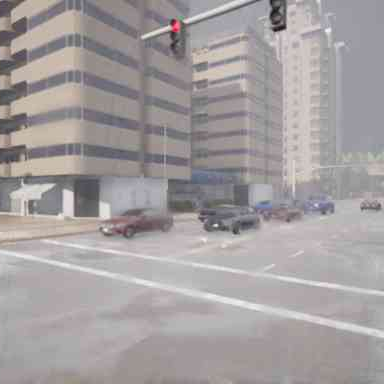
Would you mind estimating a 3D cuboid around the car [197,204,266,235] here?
[{"bbox_3d":[2.410,1.621,19.569,1.994,1.385,4.181,0,0,35],"label":"car"}]

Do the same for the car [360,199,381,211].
[{"bbox_3d":[21.943,1.598,40.864,2.033,1.411,5.357,0,0,35],"label":"car"}]

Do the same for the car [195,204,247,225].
[{"bbox_3d":[2.350,1.660,25.559,1.895,1.301,4.718,0,0,35],"label":"car"}]

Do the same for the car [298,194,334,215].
[{"bbox_3d":[13.420,1.276,35.161,2.150,2.045,5.566,0,0,36],"label":"car"}]

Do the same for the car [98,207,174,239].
[{"bbox_3d":[-2.875,1.586,18.110,1.812,1.442,4.674,0,0,35],"label":"car"}]

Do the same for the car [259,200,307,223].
[{"bbox_3d":[7.240,1.620,26.399,1.994,1.385,4.181,0,0,36],"label":"car"}]
